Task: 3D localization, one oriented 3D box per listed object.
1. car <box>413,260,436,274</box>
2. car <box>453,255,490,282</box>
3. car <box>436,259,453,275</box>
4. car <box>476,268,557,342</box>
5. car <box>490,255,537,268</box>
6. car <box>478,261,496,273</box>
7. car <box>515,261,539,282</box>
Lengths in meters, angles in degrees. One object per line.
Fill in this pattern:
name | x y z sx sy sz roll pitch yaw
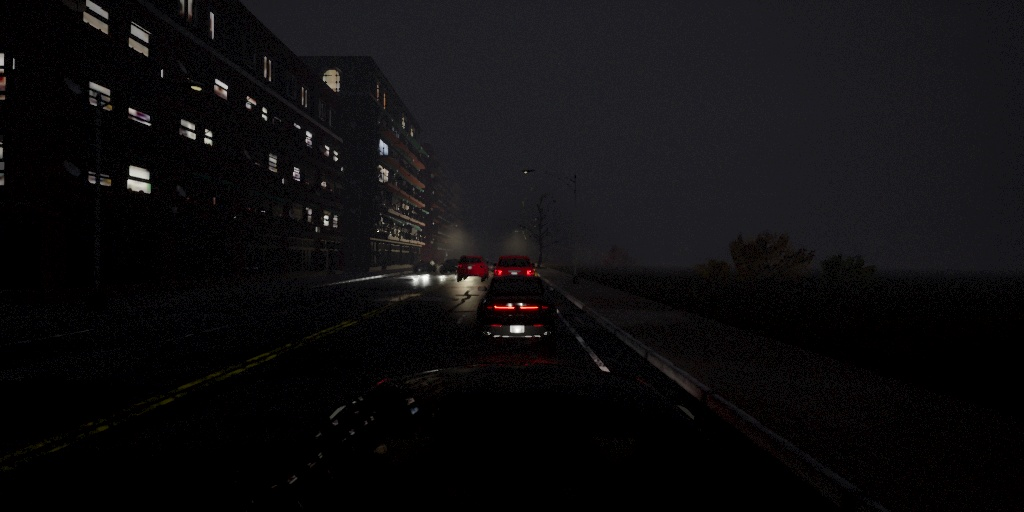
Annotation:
car | -9.818 1.245 40.559 2.128 1.511 4.902 0 0 0
car | -3.128 0.973 29.368 2.150 2.045 5.566 0 0 0
car | -6.568 1.105 39.363 2.097 1.767 4.553 0 0 0
car | 0.109 1.256 9.796 1.837 1.490 4.892 0 0 0
car | 0.116 0.974 20.143 2.150 2.045 5.566 0 0 0
car | -3.113 1.354 44.928 1.895 1.301 4.718 0 0 0
car | 1.163 1.209 30.551 1.801 1.575 5.366 0 0 0
